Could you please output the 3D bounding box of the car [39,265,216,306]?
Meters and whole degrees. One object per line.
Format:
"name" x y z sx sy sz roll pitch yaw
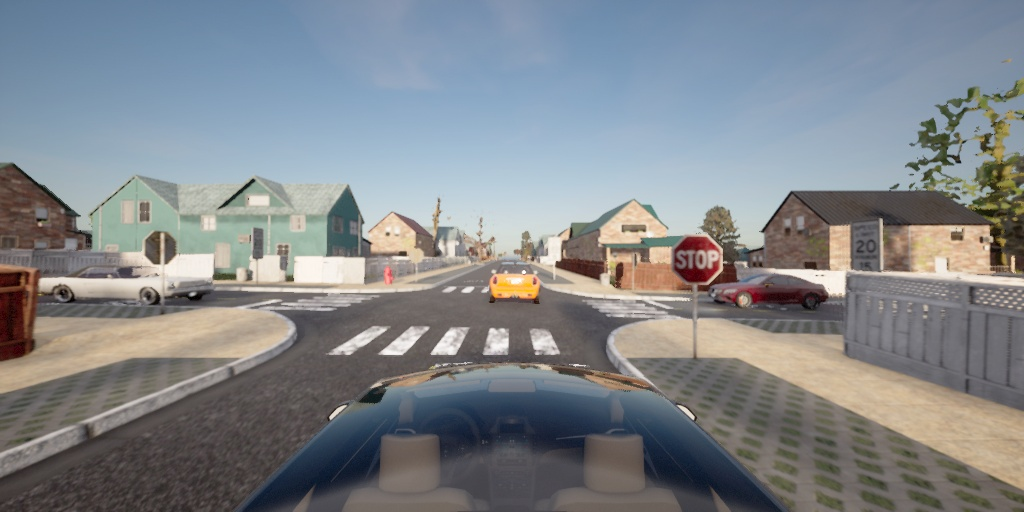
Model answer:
"car" -13.406 0.984 12.671 4.718 1.301 1.895 1 -1 1

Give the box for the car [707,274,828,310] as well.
"car" 11.074 1.486 15.636 4.674 1.442 1.812 1 -1 -1

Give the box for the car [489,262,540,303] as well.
"car" 0.115 1.063 16.454 2.097 1.767 4.553 1 0 0

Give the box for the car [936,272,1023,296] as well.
"car" 20.915 1.535 15.661 4.553 1.767 2.097 1 -1 0
